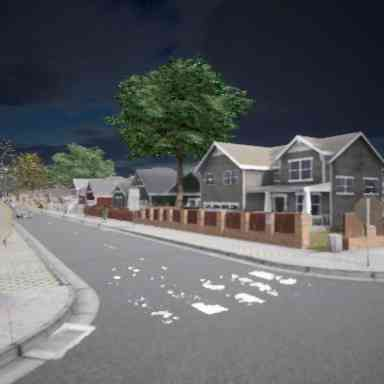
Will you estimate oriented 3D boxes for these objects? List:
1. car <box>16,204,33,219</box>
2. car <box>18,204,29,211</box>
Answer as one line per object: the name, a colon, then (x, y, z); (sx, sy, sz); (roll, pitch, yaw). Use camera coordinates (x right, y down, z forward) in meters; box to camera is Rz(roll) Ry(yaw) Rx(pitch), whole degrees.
car: (-22.125, 2.709, 43.794); (2.033, 1.411, 5.357); (1, -2, -31)
car: (-40.362, 3.697, 79.492); (1.994, 1.385, 4.181); (1, -2, -31)
